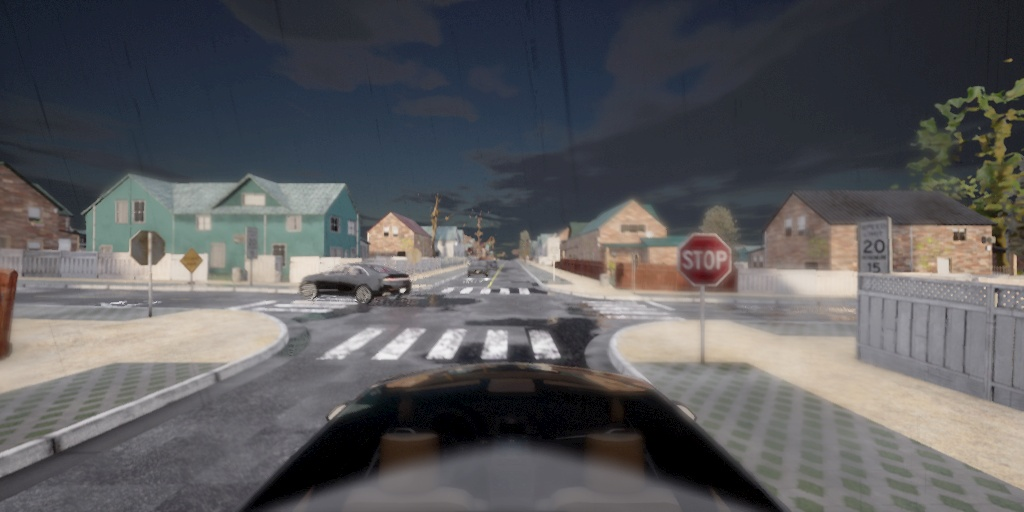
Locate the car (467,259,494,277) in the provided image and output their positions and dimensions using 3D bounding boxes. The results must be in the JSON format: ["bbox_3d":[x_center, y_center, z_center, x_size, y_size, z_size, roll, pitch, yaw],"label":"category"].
[{"bbox_3d":[-2.948,1.104,32.699,1.837,1.490,4.892,0,0,0],"label":"car"}]

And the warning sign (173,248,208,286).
[{"bbox_3d":[-15.840,0.511,17.739,1.060,1.860,1.300,0,0,0],"label":"warning sign"}]

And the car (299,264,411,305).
[{"bbox_3d":[-6.461,1.067,14.703,4.902,1.511,2.128,1,-1,22],"label":"car"}]

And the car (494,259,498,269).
[{"bbox_3d":[-2.993,1.107,50.626,1.994,1.385,4.181,0,0,0],"label":"car"}]
